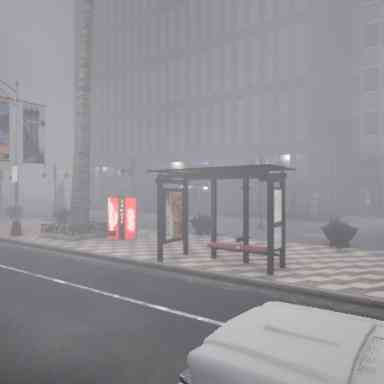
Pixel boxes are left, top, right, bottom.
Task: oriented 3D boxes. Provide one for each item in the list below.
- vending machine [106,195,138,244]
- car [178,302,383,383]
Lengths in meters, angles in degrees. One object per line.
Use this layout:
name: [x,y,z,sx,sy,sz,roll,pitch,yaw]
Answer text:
vending machine: [-3.178,1.195,15.172,0.880,2.100,1.100,0,0,35]
car: [2.206,1.601,2.333,4.718,1.301,1.895,0,0,36]
